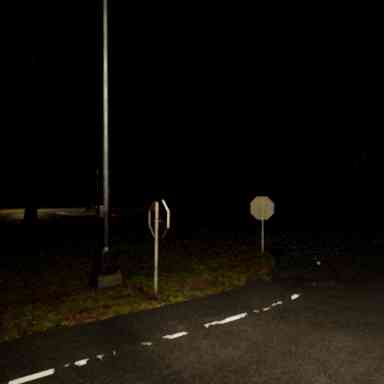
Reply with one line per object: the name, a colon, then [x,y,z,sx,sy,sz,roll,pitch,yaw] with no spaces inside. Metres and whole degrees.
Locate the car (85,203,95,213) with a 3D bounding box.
car: [-17.866,2.760,60.217,2.097,1.767,4.553,1,-2,-33]

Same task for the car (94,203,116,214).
car: [-13.987,2.800,54.373,1.837,1.490,4.892,1,-2,-32]
